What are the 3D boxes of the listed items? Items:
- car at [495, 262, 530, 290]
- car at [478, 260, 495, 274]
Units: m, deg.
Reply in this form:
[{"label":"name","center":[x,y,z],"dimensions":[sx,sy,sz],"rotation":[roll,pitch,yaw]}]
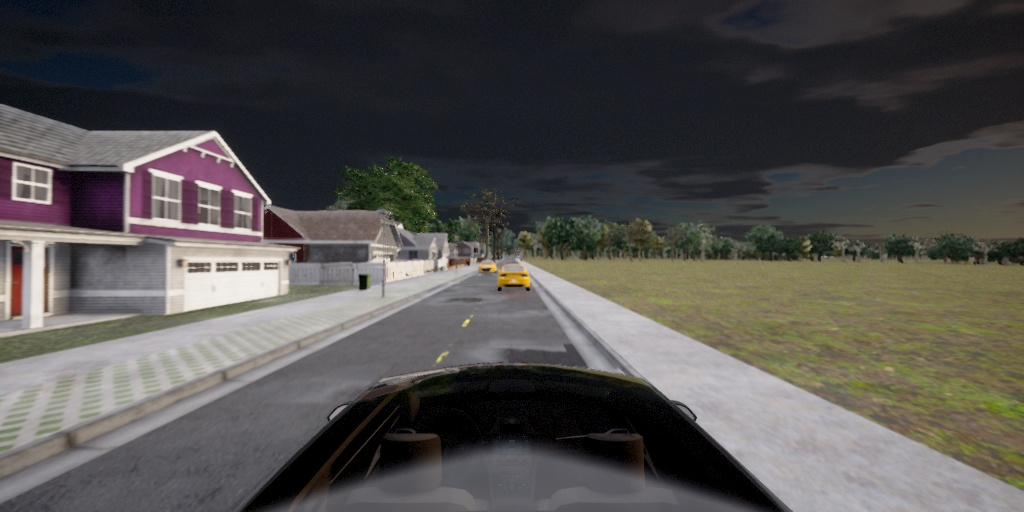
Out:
[{"label":"car","center":[0.106,1.241,22.475],"dimensions":[1.882,1.535,5.008],"rotation":[0,0,0]},{"label":"car","center":[-2.826,1.247,41.813],"dimensions":[1.882,1.535,5.008],"rotation":[0,0,0]}]
